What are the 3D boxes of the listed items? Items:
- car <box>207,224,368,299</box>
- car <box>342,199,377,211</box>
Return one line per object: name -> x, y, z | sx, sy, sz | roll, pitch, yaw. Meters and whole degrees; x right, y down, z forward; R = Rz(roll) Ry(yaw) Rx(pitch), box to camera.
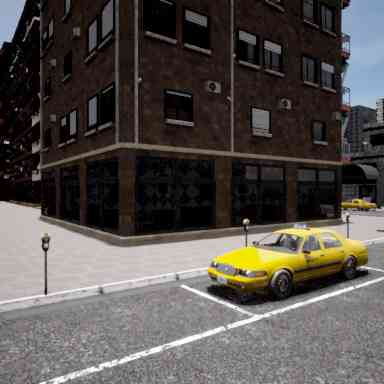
car -> 2.594, 1.525, 8.416 | 4.829, 1.417, 1.752 | 0, 0, -36
car -> 19.270, 1.469, 39.636 | 1.752, 1.417, 4.829 | 0, 0, -35
